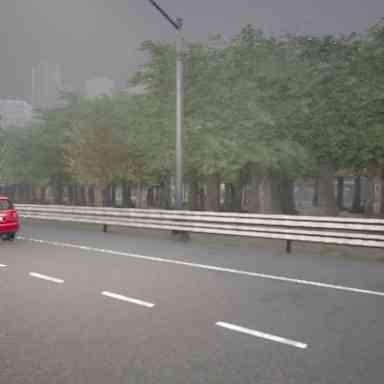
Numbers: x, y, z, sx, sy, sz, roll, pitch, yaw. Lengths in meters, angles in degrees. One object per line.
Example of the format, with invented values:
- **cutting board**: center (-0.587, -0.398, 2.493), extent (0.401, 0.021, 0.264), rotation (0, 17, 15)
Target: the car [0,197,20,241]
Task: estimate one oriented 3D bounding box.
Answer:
- **car**: center (-10.259, 1.225, 15.502), extent (5.566, 2.045, 2.150), rotation (0, 0, 36)
